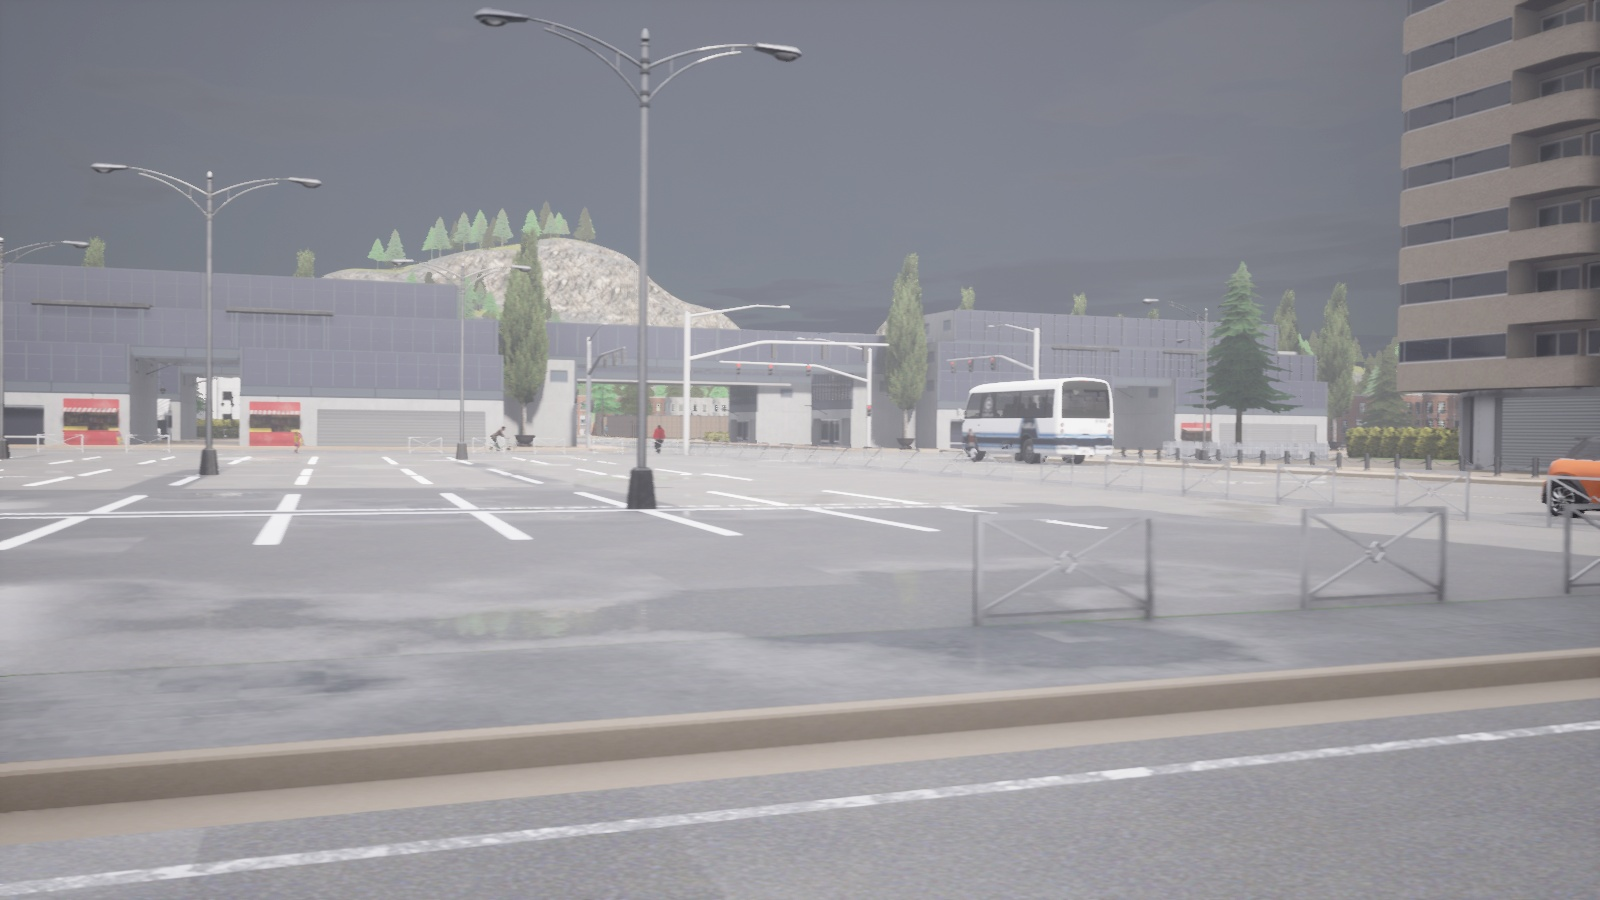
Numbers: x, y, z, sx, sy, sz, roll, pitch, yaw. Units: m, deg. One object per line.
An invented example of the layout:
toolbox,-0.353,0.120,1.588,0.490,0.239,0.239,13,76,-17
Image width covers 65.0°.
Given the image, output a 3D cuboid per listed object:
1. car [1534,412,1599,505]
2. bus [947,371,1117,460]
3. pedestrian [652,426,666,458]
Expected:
car,16.445,0.155,23.328,2.097,1.767,4.553,-1,1,-21
bus,11.828,-1.715,65.399,3.944,4.253,10.273,-1,1,-21
pedestrian,-8.213,-0.455,73.052,0.634,1.844,0.899,-1,1,-17
